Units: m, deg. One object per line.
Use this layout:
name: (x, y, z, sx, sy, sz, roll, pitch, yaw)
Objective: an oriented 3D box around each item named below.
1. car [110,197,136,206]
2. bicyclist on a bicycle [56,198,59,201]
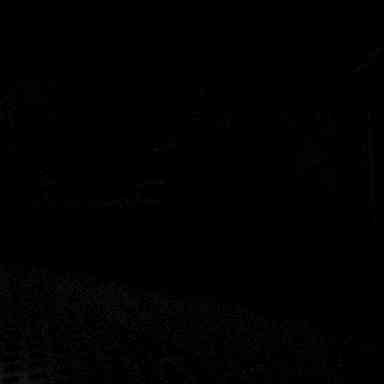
car: (-8.474, 1.665, 43.474, 2.150, 2.045, 5.566, -2, -2, 21)
bicyclist on a bicycle: (-9.751, 1.237, 24.448, 1.656, 1.620, 0.582, -3, -2, 22)
